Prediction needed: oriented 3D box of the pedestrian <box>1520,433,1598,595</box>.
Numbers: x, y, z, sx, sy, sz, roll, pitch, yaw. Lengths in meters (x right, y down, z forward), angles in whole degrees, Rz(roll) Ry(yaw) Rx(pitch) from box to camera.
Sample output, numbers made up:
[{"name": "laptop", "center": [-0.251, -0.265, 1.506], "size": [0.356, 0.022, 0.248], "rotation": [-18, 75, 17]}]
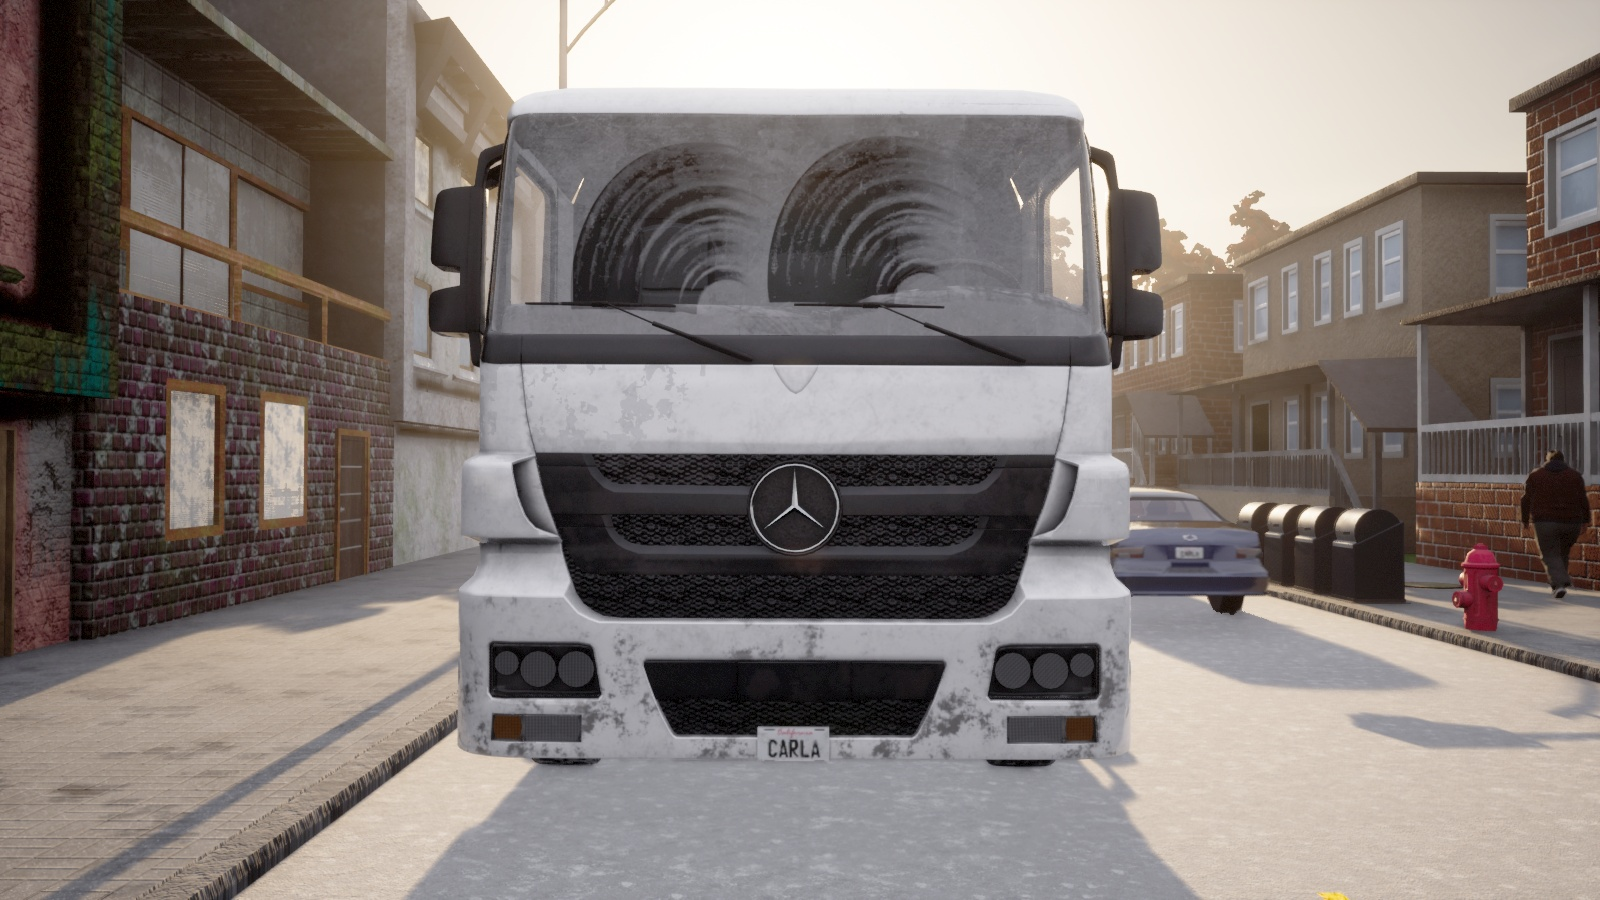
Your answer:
[{"name": "pedestrian", "center": [8.924, 0.736, 14.799], "size": [0.634, 1.844, 0.899], "rotation": [-1, -1, 22]}]

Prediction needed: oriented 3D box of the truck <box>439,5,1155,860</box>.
[{"name": "truck", "center": [-0.025, -0.015, 9.072], "size": [2.891, 3.462, 7.936], "rotation": [0, -1, 0]}]

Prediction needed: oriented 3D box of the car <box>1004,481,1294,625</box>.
[{"name": "car", "center": [3.963, 1.104, 15.375], "size": [2.033, 1.411, 5.357], "rotation": [0, -1, 0]}]
